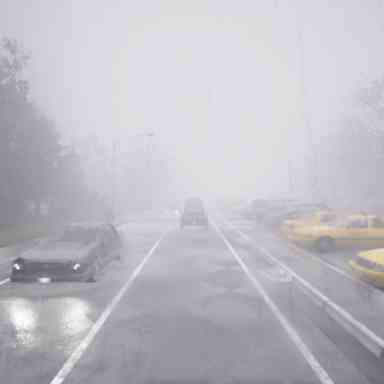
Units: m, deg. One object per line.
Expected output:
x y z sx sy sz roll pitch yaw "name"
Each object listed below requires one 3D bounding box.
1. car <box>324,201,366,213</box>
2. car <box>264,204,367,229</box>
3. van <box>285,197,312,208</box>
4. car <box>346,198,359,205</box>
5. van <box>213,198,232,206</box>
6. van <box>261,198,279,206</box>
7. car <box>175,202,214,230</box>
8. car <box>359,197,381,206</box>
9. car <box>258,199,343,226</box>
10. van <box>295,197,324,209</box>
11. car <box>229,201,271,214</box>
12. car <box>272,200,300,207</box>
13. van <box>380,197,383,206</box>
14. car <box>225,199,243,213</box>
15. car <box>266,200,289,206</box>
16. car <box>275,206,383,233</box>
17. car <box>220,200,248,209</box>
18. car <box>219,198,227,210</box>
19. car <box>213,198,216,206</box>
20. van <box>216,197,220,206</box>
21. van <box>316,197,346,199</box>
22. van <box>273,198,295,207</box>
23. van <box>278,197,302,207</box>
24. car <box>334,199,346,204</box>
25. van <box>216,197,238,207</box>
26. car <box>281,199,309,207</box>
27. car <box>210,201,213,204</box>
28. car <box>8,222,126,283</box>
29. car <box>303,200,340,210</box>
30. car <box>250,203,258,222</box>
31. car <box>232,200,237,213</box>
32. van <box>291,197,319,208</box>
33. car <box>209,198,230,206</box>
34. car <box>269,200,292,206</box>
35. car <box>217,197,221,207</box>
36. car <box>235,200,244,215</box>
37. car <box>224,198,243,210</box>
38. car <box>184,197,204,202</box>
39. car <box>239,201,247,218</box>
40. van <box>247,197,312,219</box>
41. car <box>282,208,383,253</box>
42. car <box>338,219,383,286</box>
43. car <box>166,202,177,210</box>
20.247 1.995 44.077 4.674 1.452 2.002 0 -1 0 "car"
6.978 1.661 19.172 4.892 1.521 2.231 0 0 0 "car"
20.268 1.972 63.479 4.442 1.987 1.878 0 -1 0 "van"
20.155 1.599 35.646 5.566 2.045 2.435 0 -1 0 "car"
7.563 2.518 82.999 4.442 1.987 1.878 0 -2 0 "van"
20.681 2.664 88.249 4.442 1.987 1.878 0 -2 0 "van"
0.145 1.714 23.226 2.128 1.511 4.902 0 -1 0 "car"
20.135 1.564 32.876 5.566 2.045 2.435 0 -1 0 "car"
7.035 1.562 21.953 4.553 1.767 2.185 0 -1 0 "car"
20.461 1.902 57.930 4.442 1.987 1.878 0 -1 0 "van"
7.151 1.929 41.380 4.892 1.521 2.231 0 -1 0 "car"
20.259 2.412 71.630 5.366 1.575 1.946 0 -2 0 "car"
20.026 1.555 30.107 4.442 1.987 1.878 0 -1 0 "van"
6.939 1.890 38.606 5.366 1.575 1.946 0 -1 0 "car"
20.499 2.652 79.936 5.008 1.535 2.097 0 -2 0 "car"
7.149 1.634 16.403 5.366 1.575 1.946 0 0 0 "car"
7.268 2.176 58.035 4.674 1.452 2.002 0 -1 0 "car"
6.999 1.994 46.933 5.366 1.575 1.946 0 -1 0 "car"
7.334 1.954 63.590 5.566 2.045 2.435 0 -1 0 "car"
7.169 1.944 60.815 4.442 1.987 1.878 0 -1 0 "van"
20.381 1.764 46.850 4.442 1.987 1.878 0 -1 0 "van"
20.581 2.268 74.404 4.442 1.987 1.878 0 -2 0 "van"
20.307 2.110 68.869 4.442 1.987 1.878 0 -2 0 "van"
20.218 1.919 41.183 5.008 1.535 2.097 0 -1 0 "car"
7.229 2.122 69.125 4.442 1.987 1.878 0 -2 0 "van"
20.409 2.257 66.092 5.008 1.535 2.097 0 -2 0 "car"
7.432 2.665 80.218 5.008 1.535 2.097 0 -2 0 "car"
-3.341 1.641 10.190 2.033 1.411 5.357 0 -1 0 "car"
20.298 2.057 52.263 5.008 1.535 2.097 0 -1 0 "car"
7.053 1.750 24.724 4.792 1.488 2.163 0 -1 0 "car"
7.075 1.888 35.828 4.792 1.488 2.163 0 -1 0 "car"
20.480 1.935 60.574 4.442 1.987 1.878 0 -1 0 "van"
7.478 2.731 91.325 5.566 2.045 2.435 0 -2 0 "car"
20.478 2.574 77.167 4.892 1.521 2.231 0 -2 0 "car"
7.240 2.101 55.260 5.008 1.535 2.097 0 -1 0 "car"
7.055 1.854 33.052 4.792 1.488 2.163 0 -1 0 "car"
7.158 1.964 44.156 4.892 1.521 2.231 0 -1 0 "car"
0.218 1.628 39.639 2.150 2.045 5.566 0 -1 0 "car"
7.035 1.819 30.276 4.792 1.488 2.163 0 -1 0 "car"
7.161 1.529 27.503 4.442 1.987 1.878 0 -1 0 "van"
6.759 1.619 13.753 5.366 1.575 1.946 0 0 0 "car"
6.718 1.595 8.080 5.366 1.575 1.946 0 0 0 "car"
-3.131 2.195 53.220 1.895 1.301 4.718 0 -1 1 "car"
